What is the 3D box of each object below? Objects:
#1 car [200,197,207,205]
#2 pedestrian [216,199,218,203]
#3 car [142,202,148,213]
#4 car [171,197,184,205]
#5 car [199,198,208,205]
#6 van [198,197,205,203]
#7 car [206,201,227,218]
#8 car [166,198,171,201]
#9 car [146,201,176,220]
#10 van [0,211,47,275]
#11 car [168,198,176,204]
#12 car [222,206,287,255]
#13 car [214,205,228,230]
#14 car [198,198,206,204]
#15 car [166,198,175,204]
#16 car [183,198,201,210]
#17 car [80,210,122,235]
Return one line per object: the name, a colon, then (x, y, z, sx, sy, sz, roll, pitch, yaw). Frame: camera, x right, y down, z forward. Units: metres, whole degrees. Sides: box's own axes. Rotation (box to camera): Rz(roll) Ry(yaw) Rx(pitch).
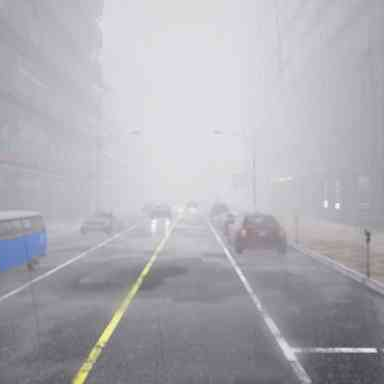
car: (2.580, 2.204, 70.577, 2.008, 1.369, 4.403, 1, -1, 0)
pedestrian: (2.753, 1.632, 36.472, 0.375, 1.860, 0.375, 1, -1, 0)
car: (-5.302, 1.944, 42.533, 2.008, 1.369, 4.403, 1, -1, 0)
car: (-2.745, 1.990, 72.341, 2.097, 1.767, 4.553, 0, -1, 0)
car: (2.581, 2.233, 76.399, 1.752, 1.417, 4.829, 1, -1, 0)
van: (2.585, 2.205, 93.187, 1.690, 1.788, 3.998, 1, -1, 0)
car: (2.752, 1.816, 33.511, 1.837, 1.490, 4.892, 0, -1, 0)
car: (-5.300, 2.273, 76.410, 1.947, 1.339, 4.313, 1, -1, 0)
car: (-2.844, 1.856, 31.581, 1.994, 1.385, 4.181, 0, -1, 0)
van: (-5.301, 1.422, 8.656, 1.690, 1.788, 3.998, 1, -1, 0)
car: (-5.299, 2.394, 87.702, 1.802, 1.307, 4.206, 1, -1, 0)
car: (2.578, 1.572, 14.055, 1.967, 1.590, 4.097, 1, -1, 0)
car: (2.577, 1.728, 19.707, 1.887, 1.381, 4.507, 1, -1, 0)
car: (2.582, 2.362, 87.533, 2.008, 1.369, 4.403, 1, -1, 0)
car: (-5.297, 2.200, 82.057, 1.967, 1.590, 4.097, 1, -1, 0)
car: (0.033, 1.981, 51.483, 1.837, 1.490, 4.892, 0, 0, 1)
car: (-5.304, 1.767, 19.947, 1.802, 1.307, 4.206, 1, -1, 0)
